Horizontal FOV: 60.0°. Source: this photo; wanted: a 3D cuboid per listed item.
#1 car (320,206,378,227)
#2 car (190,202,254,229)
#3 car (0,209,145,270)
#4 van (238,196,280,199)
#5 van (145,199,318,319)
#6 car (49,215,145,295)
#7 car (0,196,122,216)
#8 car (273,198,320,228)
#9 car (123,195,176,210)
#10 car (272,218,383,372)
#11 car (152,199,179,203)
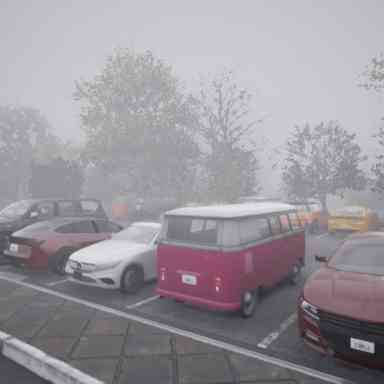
[{"bbox_3d":[8.827,1.488,18.033,2.097,1.535,5.008,0,0,36],"label":"car"},{"bbox_3d":[2.177,1.498,22.806,2.231,1.521,4.892,0,0,36],"label":"car"},{"bbox_3d":[-3.346,1.524,10.713,2.163,1.488,4.792,0,0,36],"label":"car"},{"bbox_3d":[4.499,1.268,21.290,1.878,1.987,4.442,0,0,36],"label":"van"},{"bbox_3d":[1.214,1.263,7.546,1.878,1.987,4.442,0,0,36],"label":"van"},{"bbox_3d":[-1.107,1.532,9.073,2.002,1.452,4.674,0,0,36],"label":"car"},{"bbox_3d":[-5.635,1.246,12.286,2.435,2.045,5.566,0,0,36],"label":"car"},{"bbox_3d":[6.662,1.365,19.554,2.185,1.767,4.553,0,0,36],"label":"car"},{"bbox_3d":[-2.301,1.259,26.063,2.435,2.045,5.566,-1,0,36],"label":"car"},{"bbox_3d":[3.405,1.485,5.836,2.097,1.535,5.008,0,0,36],"label":"car"},{"bbox_3d":[-0.176,1.498,24.275,1.946,1.575,5.366,0,0,36],"label":"car"}]
